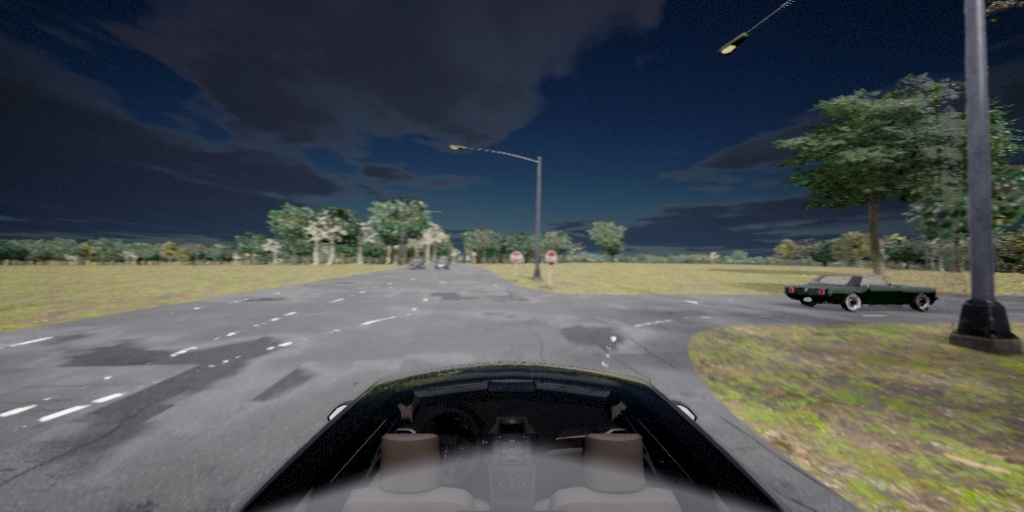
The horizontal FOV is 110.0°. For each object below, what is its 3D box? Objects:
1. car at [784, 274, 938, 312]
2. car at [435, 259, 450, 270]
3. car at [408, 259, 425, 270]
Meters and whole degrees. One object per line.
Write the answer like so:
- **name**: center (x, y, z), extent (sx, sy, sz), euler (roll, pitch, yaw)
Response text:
- **car**: center (13.236, 1.365, 13.675), extent (4.718, 1.301, 1.895), euler (1, -2, -7)
- **car**: center (-10.017, 1.199, 51.612), extent (2.128, 1.511, 4.902), euler (1, 0, -7)
- **car**: center (-13.470, 1.136, 51.020), extent (1.837, 1.490, 4.892), euler (1, 0, -7)
